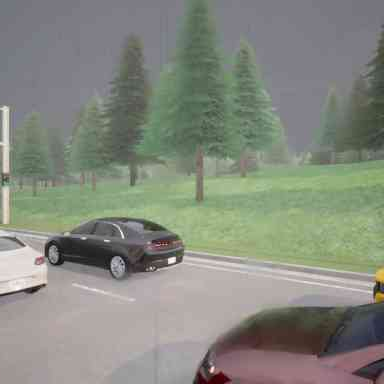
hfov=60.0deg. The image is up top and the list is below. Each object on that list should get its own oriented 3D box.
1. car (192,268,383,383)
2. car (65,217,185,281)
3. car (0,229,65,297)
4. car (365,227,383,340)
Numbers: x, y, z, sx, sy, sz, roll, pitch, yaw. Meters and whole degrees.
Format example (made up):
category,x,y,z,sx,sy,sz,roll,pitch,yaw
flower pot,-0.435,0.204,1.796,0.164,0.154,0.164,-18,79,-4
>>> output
category,x,y,z,sx,sy,sz,roll,pitch,yaw
car,2.045,1.564,2.532,4.181,1.385,1.994,0,0,35
car,-2.475,1.505,9.945,4.892,1.490,1.837,0,0,36
car,-5.108,1.526,7.535,4.674,1.442,1.812,0,0,36
car,5.297,1.478,4.510,5.008,1.535,1.882,0,0,36
